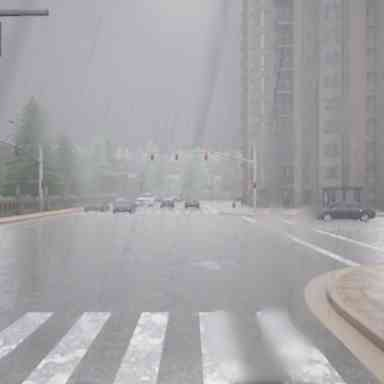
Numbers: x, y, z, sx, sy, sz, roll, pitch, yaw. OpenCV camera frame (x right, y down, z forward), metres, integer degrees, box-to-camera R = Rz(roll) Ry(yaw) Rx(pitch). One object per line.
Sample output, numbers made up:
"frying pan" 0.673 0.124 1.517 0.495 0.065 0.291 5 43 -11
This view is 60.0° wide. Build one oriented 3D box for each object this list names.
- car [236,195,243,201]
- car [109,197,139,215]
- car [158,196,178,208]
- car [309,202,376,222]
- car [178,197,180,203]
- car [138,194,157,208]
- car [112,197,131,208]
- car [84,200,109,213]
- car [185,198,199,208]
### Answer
"car" 12.949 1.538 80.620 4.892 1.490 1.837 0 0 -24
"car" -7.010 1.522 34.616 1.837 1.490 4.892 0 0 -3
"car" -3.490 1.548 48.593 1.812 1.442 4.674 0 0 0
"car" 11.825 1.573 26.287 4.892 1.490 1.837 0 0 0
"car" -3.945 1.558 67.985 1.812 1.442 4.674 0 0 24
"car" -7.068 1.246 50.080 2.150 2.045 5.566 0 0 1
"car" -10.536 1.549 50.214 1.812 1.442 4.674 0 0 1
"car" -10.654 1.581 37.514 1.994 1.385 4.181 0 0 0
"car" 0.023 1.586 48.237 1.994 1.385 4.181 0 0 0
